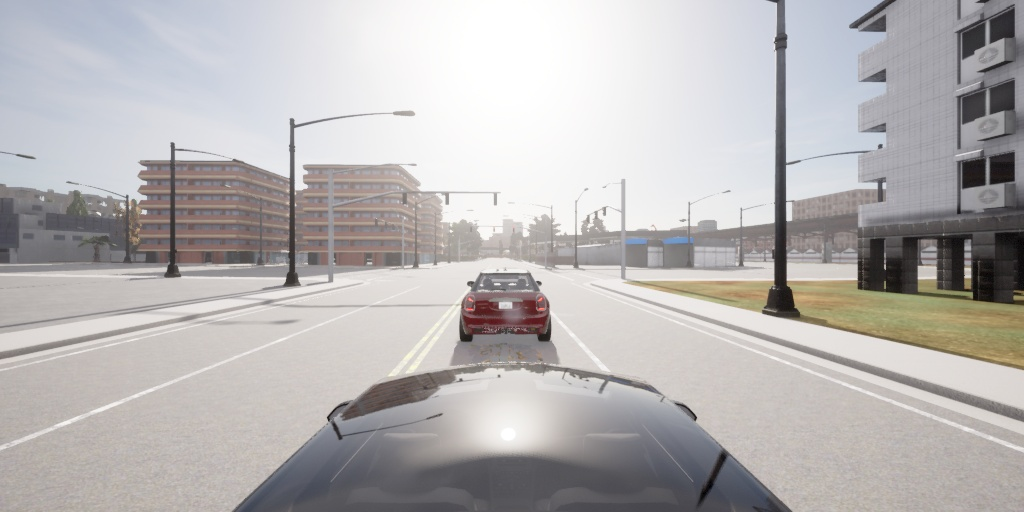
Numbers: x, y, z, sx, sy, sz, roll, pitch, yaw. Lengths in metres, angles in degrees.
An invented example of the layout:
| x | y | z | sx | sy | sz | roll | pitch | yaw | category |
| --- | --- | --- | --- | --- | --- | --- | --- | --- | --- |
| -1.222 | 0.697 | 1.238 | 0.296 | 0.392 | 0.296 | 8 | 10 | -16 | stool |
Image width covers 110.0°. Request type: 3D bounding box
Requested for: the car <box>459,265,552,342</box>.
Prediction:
| x | y | z | sx | sy | sz | roll | pitch | yaw | category |
| --- | --- | --- | --- | --- | --- | --- | --- | --- | --- |
| -0.203 | 1.102 | 9.981 | 2.097 | 1.767 | 4.553 | 0 | 0 | -2 | car |
